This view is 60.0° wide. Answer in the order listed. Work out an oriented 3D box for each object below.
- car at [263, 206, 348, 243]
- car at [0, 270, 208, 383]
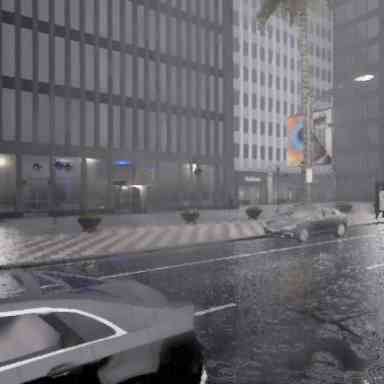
[{"bbox_3d":[5.506,1.421,15.856,4.892,1.521,2.231,0,0,-35],"label":"car"},{"bbox_3d":[-2.156,1.491,2.458,4.902,1.511,2.128,0,0,-35],"label":"car"}]
